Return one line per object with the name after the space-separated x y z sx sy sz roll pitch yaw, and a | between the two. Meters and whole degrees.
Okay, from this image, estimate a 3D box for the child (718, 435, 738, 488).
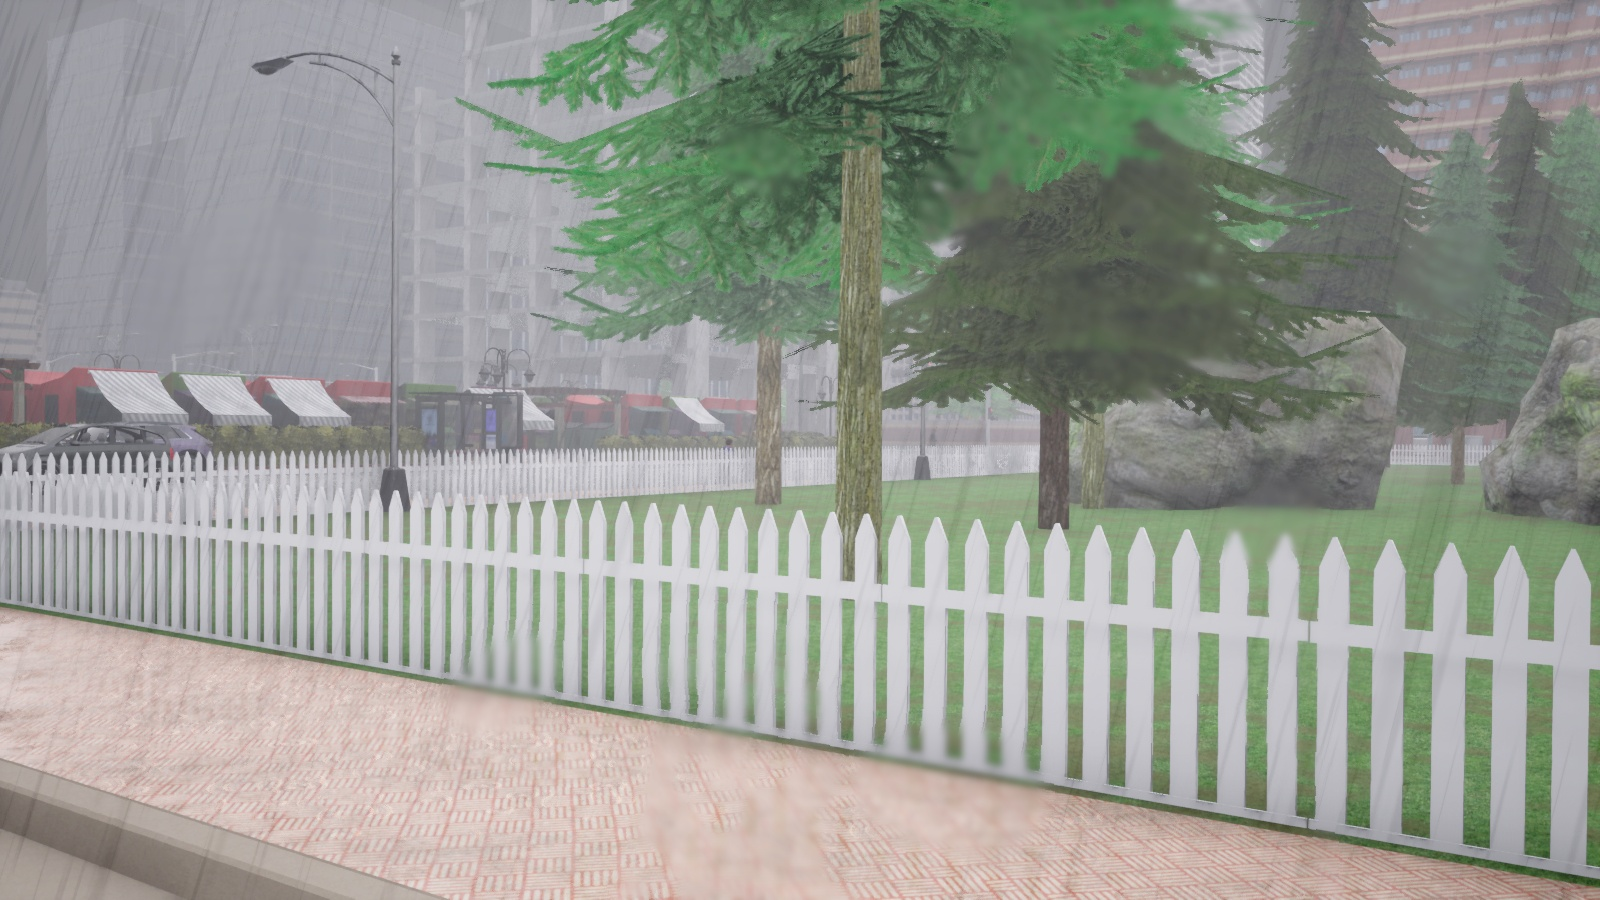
-1.745 0.272 30.306 0.270 1.263 0.437 0 1 32 | child

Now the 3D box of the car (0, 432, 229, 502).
-17.565 0.378 32.379 2.033 1.649 4.856 0 1 32 | car

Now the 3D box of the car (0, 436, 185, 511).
-16.081 0.471 28.169 1.789 1.549 3.705 0 1 32 | car
